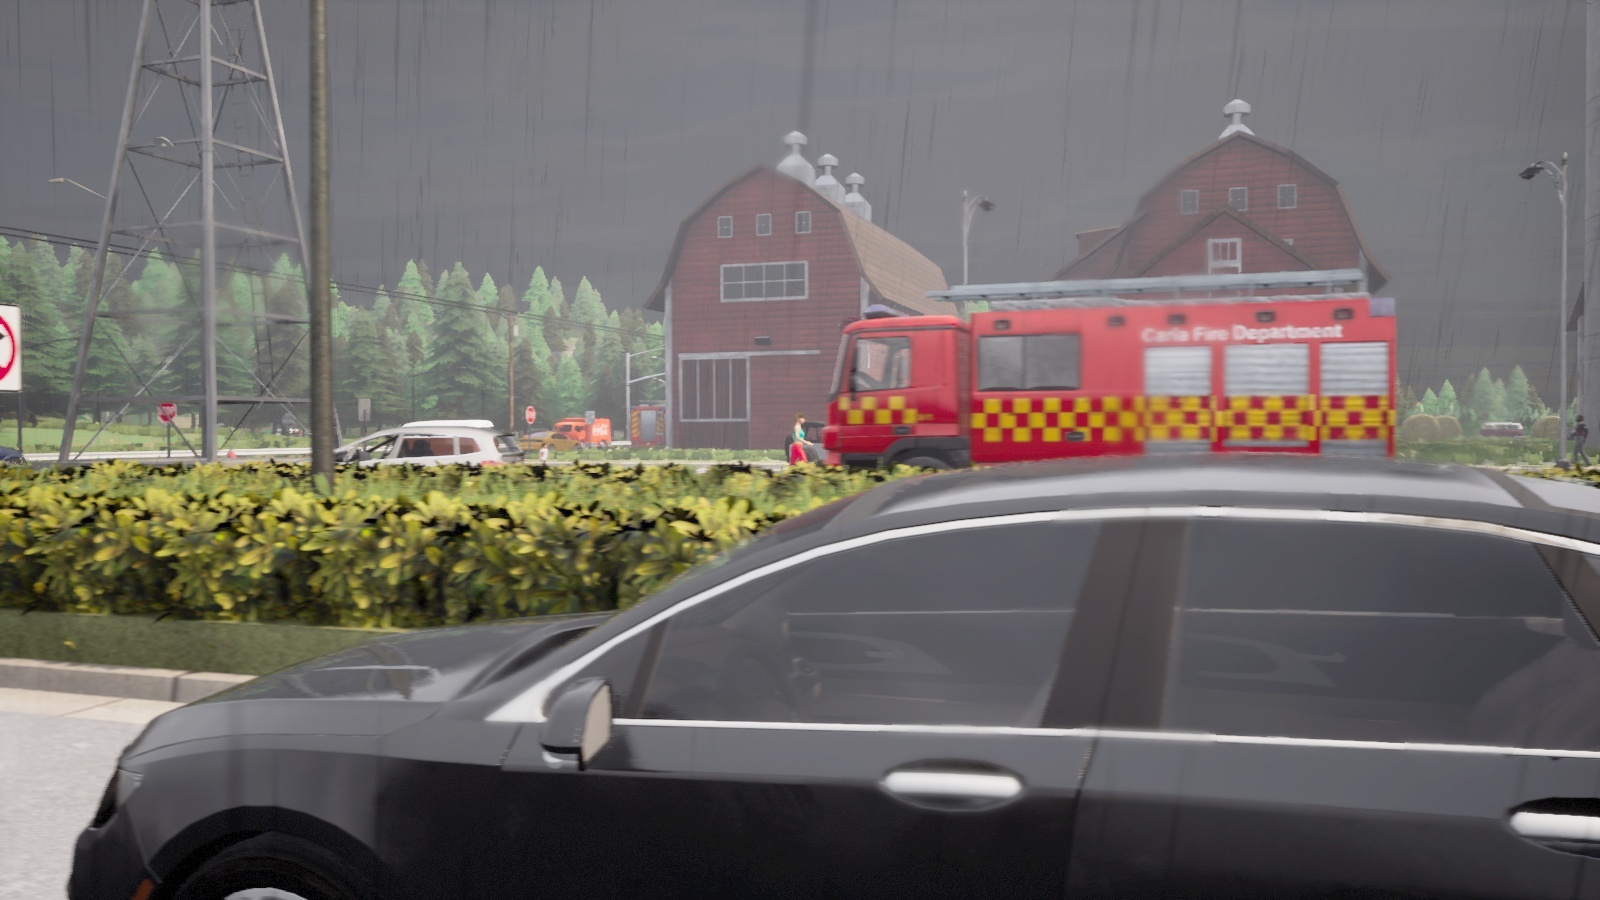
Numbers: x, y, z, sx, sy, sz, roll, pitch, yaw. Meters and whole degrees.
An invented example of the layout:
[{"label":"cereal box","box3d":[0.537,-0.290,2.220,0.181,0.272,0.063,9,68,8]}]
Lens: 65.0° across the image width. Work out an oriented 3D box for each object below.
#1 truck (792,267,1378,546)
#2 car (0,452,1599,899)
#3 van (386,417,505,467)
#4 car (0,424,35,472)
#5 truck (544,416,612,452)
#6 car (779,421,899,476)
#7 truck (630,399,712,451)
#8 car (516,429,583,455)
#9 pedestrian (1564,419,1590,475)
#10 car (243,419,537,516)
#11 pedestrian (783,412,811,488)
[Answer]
[{"label":"truck","box3d":[4.355,-0.642,19.948,8.468,3.827,2.891,0,1,18]},{"label":"car","box3d":[0.433,0.784,3.048,4.892,1.490,1.837,0,1,19]},{"label":"van","box3d":[-15.087,-0.362,53.454,4.480,2.038,2.069,1,1,18]},{"label":"car","box3d":[-28.210,-0.058,42.240,1.851,1.617,3.988,1,1,19]},{"label":"truck","box3d":[-15.755,-1.150,89.401,2.627,2.467,5.204,1,1,19]},{"label":"car","box3d":[1.401,-0.084,44.456,3.866,1.878,1.905,1,1,18]},{"label":"truck","box3d":[-9.763,-1.913,96.079,2.891,3.827,8.468,1,1,19]},{"label":"car","box3d":[-15.678,-0.517,78.837,1.882,1.535,5.008,1,1,19]},{"label":"pedestrian","box3d":[27.001,-0.115,43.628,0.666,1.930,0.402,1,1,18]},{"label":"car","box3d":[-7.383,0.275,22.974,4.611,1.667,2.242,0,1,3]},{"label":"pedestrian","box3d":[-0.082,-0.006,30.313,0.594,1.836,0.345,1,1,18]}]
